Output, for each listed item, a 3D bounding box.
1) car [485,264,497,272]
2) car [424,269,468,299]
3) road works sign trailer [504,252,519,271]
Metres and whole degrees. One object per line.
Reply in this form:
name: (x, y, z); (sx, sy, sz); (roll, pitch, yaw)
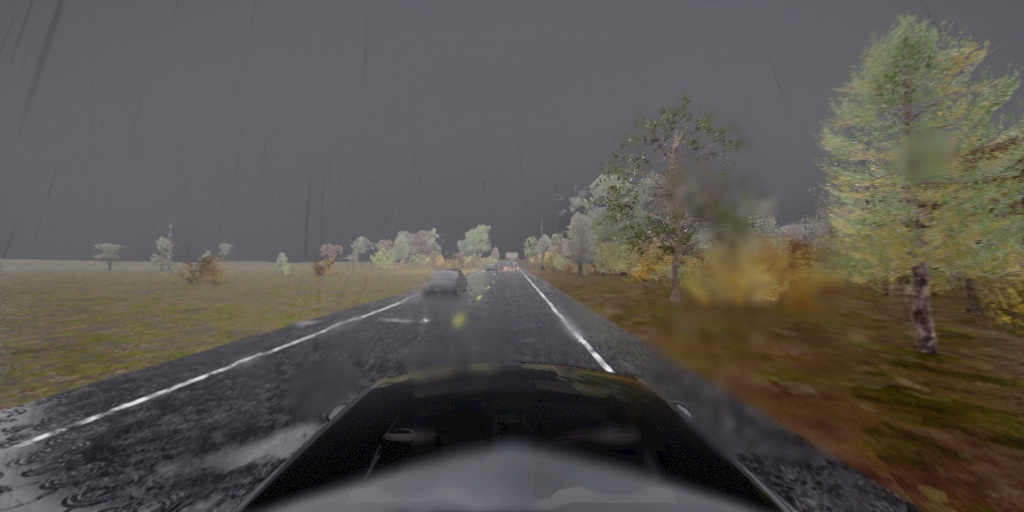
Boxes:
car: (-3.548, 2.053, 61.725); (1.994, 1.385, 4.181); (0, -1, 1)
car: (-3.604, 1.496, 20.214); (1.837, 1.490, 4.892); (0, -1, 0)
road works sign trailer: (-0.014, 0.994, 65.267); (2.380, 3.560, 2.880); (0, 0, 0)
